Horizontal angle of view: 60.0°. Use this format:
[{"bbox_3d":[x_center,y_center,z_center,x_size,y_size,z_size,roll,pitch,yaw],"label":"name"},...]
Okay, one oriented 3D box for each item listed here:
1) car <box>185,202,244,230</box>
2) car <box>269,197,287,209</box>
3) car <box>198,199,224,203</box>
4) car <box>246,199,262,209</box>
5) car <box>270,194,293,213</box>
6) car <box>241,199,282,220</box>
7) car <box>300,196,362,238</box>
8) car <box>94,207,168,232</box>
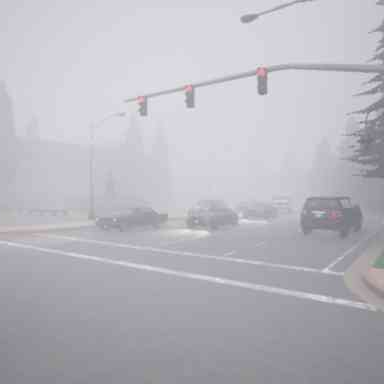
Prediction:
[{"bbox_3d":[1.379,1.587,21.649,1.994,1.385,4.181,0,0,34],"label":"car"},{"bbox_3d":[12.204,1.539,47.380,1.837,1.490,4.892,0,0,6],"label":"car"},{"bbox_3d":[1.345,1.382,27.887,2.097,1.767,4.553,0,0,33],"label":"car"},{"bbox_3d":[8.571,1.640,46.092,1.895,1.301,4.718,0,0,7],"label":"car"},{"bbox_3d":[10.050,1.248,37.401,2.150,2.045,5.566,0,0,17],"label":"car"},{"bbox_3d":[5.955,1.587,28.693,1.994,1.385,4.181,0,0,31],"label":"car"},{"bbox_3d":[7.716,1.229,18.235,2.150,2.045,5.566,0,0,37],"label":"car"},{"bbox_3d":[-3.644,1.631,20.510,1.895,1.301,4.718,0,0,35],"label":"car"}]
